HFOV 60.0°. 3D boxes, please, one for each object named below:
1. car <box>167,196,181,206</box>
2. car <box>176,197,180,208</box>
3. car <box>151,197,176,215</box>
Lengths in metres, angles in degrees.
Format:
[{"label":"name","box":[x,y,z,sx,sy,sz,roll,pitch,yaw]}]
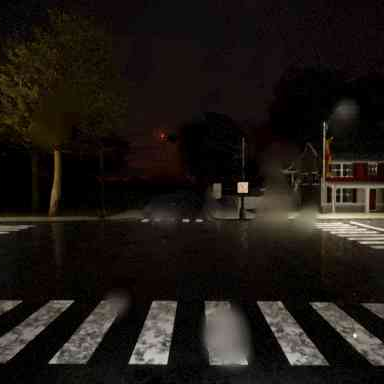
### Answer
[{"label":"car","box":[-2.876,1.484,54.698,2.033,1.411,5.357,0,0,0]},{"label":"car","box":[-2.923,1.461,44.069,1.837,1.490,4.892,0,0,0]},{"label":"car","box":[-2.965,1.448,33.767,1.882,1.535,5.008,0,0,0]}]
